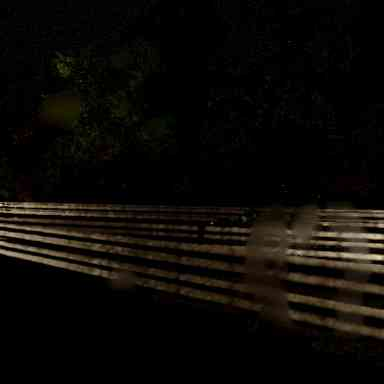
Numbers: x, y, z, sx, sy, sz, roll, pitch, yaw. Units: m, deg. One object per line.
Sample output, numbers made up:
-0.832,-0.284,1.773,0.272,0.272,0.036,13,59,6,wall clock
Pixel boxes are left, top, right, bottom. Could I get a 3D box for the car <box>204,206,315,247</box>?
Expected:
2.828,1.383,13.973,4.553,1.767,2.097,0,0,22,car
